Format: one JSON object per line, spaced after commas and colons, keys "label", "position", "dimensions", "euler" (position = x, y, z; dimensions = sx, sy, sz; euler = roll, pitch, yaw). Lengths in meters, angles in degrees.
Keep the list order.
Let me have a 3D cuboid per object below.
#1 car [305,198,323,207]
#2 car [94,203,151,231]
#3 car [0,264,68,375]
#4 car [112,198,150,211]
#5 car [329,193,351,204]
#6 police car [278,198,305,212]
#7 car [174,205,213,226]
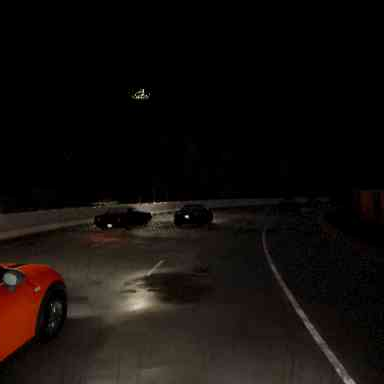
{"label": "car", "position": [20.228, 1.733, 55.494], "dimensions": [1.994, 1.385, 4.181], "euler": [0, 0, 40]}
{"label": "car", "position": [-4.179, 1.623, 21.137], "dimensions": [1.895, 1.301, 4.718], "euler": [0, 0, 13]}
{"label": "car", "position": [-3.147, 1.347, 3.644], "dimensions": [2.097, 1.767, 4.553], "euler": [0, 0, 2]}
{"label": "car", "position": [-7.811, 1.596, 43.195], "dimensions": [2.033, 1.411, 5.357], "euler": [0, 0, 24]}
{"label": "car", "position": [28.606, 1.294, 64.415], "dimensions": [5.566, 2.045, 2.150], "euler": [0, 0, -42]}
{"label": "police car", "position": [12.152, 1.541, 41.242], "dimensions": [1.930, 1.638, 5.238], "euler": [0, 0, 29]}
{"label": "car", "position": [0.207, 1.607, 23.913], "dimensions": [1.994, 1.385, 4.181], "euler": [0, 0, 16]}
